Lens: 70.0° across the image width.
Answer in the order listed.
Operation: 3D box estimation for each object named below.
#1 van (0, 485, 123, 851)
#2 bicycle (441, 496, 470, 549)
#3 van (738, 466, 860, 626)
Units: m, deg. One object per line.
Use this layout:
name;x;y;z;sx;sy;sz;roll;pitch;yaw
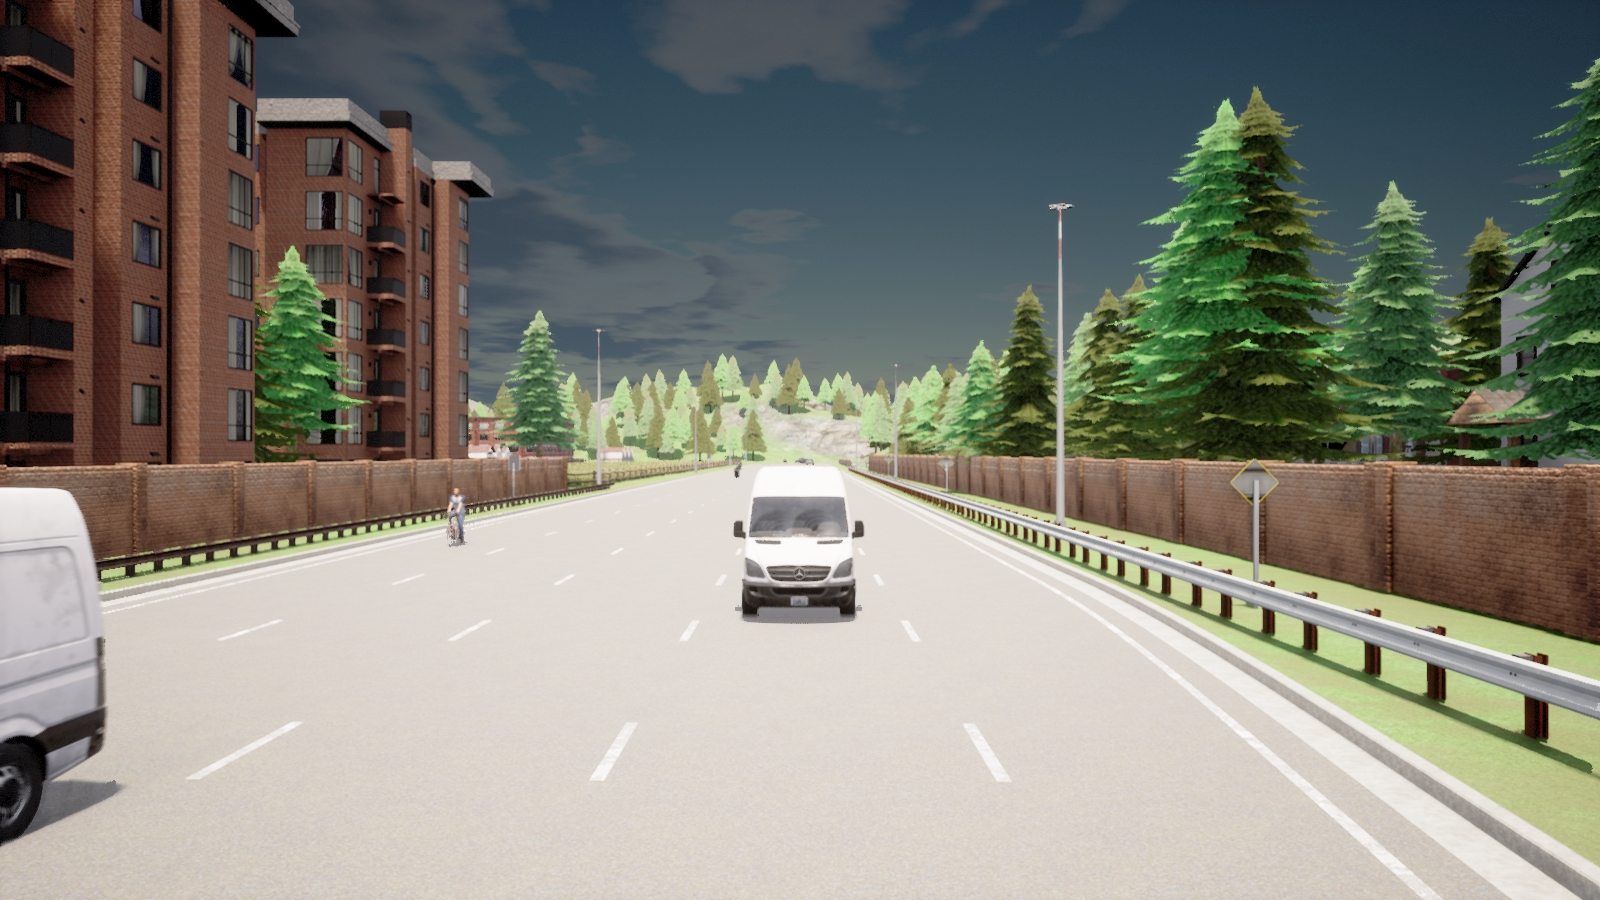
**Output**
van;-6.774;1.561;6.565;1.988;2.561;5.915;0;0;3
bicycle;-10.423;2.168;34.598;0.373;1.496;1.643;0;0;0
van;-0.015;1.606;21.632;1.988;2.561;5.915;0;0;0
